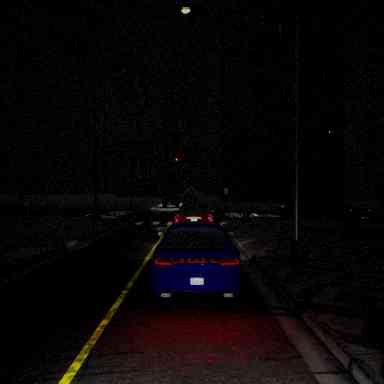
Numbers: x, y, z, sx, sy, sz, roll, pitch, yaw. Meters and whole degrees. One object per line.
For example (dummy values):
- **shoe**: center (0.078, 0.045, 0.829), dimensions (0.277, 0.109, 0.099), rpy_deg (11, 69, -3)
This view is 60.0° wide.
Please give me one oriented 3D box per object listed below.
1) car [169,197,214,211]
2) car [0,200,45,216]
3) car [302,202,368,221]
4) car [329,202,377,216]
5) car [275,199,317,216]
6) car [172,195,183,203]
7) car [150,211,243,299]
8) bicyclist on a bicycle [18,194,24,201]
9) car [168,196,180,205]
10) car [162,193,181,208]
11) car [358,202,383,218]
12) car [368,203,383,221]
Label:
- **car**: center (0.116, 1.352, 17.693), dimensions (2.097, 1.767, 4.553), rpy_deg (0, 0, 1)
- **car**: center (-14.780, 1.367, 28.278), dimensions (4.403, 1.369, 2.008), rpy_deg (1, -1, 0)
- **car**: center (12.129, 1.774, 28.380), dimensions (4.313, 1.339, 1.947), rpy_deg (1, -1, 0)
- **car**: center (17.778, 1.842, 36.905), dimensions (4.403, 1.369, 2.008), rpy_deg (1, -1, 0)
- **car**: center (10.945, 1.539, 34.228), dimensions (4.553, 1.767, 2.097), rpy_deg (1, 0, 0)
- **car**: center (-3.024, 1.493, 69.485), dimensions (2.128, 1.511, 4.902), rpy_deg (0, 0, 0)
- **car**: center (0.099, 1.477, 8.539), dimensions (1.882, 1.535, 5.008), rpy_deg (0, 0, 0)
- **bicyclist on a bicycle**: center (-20.506, 1.030, 39.762), dimensions (0.582, 1.620, 1.656), rpy_deg (1, 0, 0)
- **car**: center (-3.092, 1.526, 59.166), dimensions (1.812, 1.442, 4.674), rpy_deg (0, 0, 1)
- **car**: center (-3.104, 1.222, 49.335), dimensions (2.150, 2.045, 5.566), rpy_deg (0, 0, 0)
- **car**: center (19.911, 1.852, 34.233), dimensions (4.674, 1.442, 1.812), rpy_deg (1, 0, 0)
- **car**: center (17.942, 1.824, 28.381), dimensions (4.829, 1.417, 1.752), rpy_deg (1, -1, 0)
